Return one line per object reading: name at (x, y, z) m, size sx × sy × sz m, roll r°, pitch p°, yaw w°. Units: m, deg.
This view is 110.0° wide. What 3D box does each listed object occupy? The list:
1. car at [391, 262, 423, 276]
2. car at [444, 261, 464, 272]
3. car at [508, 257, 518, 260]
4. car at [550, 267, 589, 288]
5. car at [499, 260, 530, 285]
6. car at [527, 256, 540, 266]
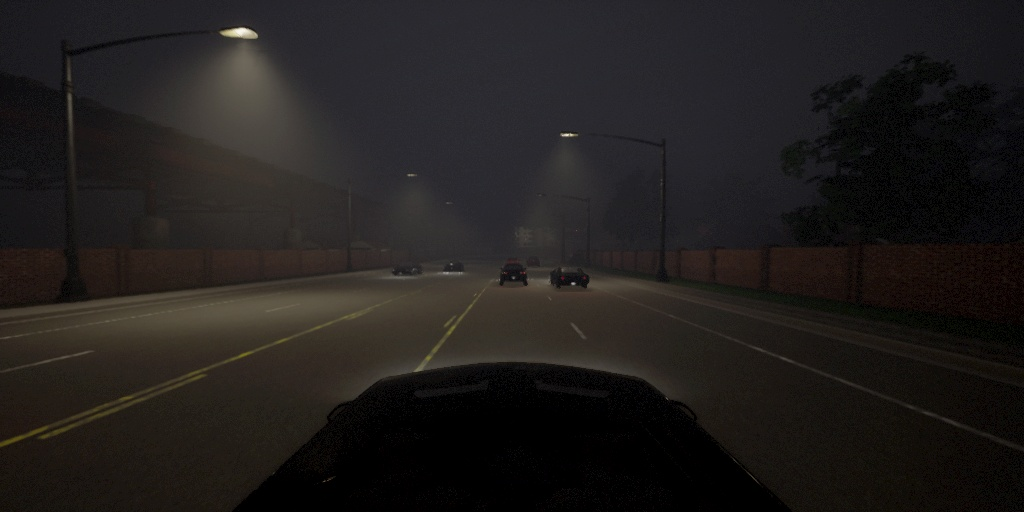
car at (-10.552, 1.269, 36.621) m, size 2.033 × 1.411 × 5.357 m, roll 0°, pitch 0°, yaw 0°
car at (-7.037, 1.264, 43.876) m, size 1.994 × 1.385 × 4.181 m, roll 0°, pitch 0°, yaw 0°
car at (0.111, 0.956, 54.270) m, size 2.097 × 1.767 × 4.553 m, roll 0°, pitch 1°, yaw 0°
car at (3.604, 1.334, 23.292) m, size 1.895 × 1.301 × 4.718 m, roll 0°, pitch 0°, yaw 0°
car at (0.105, 1.257, 25.941) m, size 1.812 × 1.442 × 4.674 m, roll 0°, pitch 0°, yaw 0°
car at (3.613, 0.830, 62.148) m, size 2.097 × 1.767 × 4.553 m, roll 0°, pitch 1°, yaw 0°
